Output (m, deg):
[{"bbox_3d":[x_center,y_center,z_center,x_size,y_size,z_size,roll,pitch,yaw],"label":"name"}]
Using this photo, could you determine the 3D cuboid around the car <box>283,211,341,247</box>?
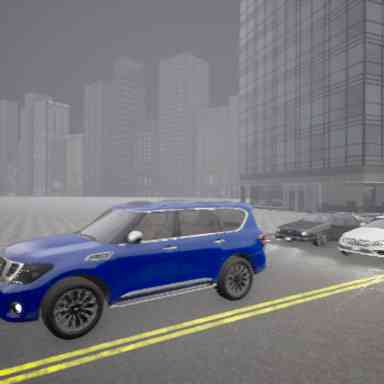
[{"bbox_3d":[6.346,1.601,15.353,5.357,1.411,2.033,1,0,-31],"label":"car"}]

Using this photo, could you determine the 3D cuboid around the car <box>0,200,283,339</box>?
[{"bbox_3d":[-0.893,1.210,6.887,5.566,2.045,2.150,1,0,-35],"label":"car"}]

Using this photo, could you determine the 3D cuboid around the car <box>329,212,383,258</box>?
[{"bbox_3d":[7.426,1.591,12.204,4.674,1.442,1.812,0,0,-31],"label":"car"}]
